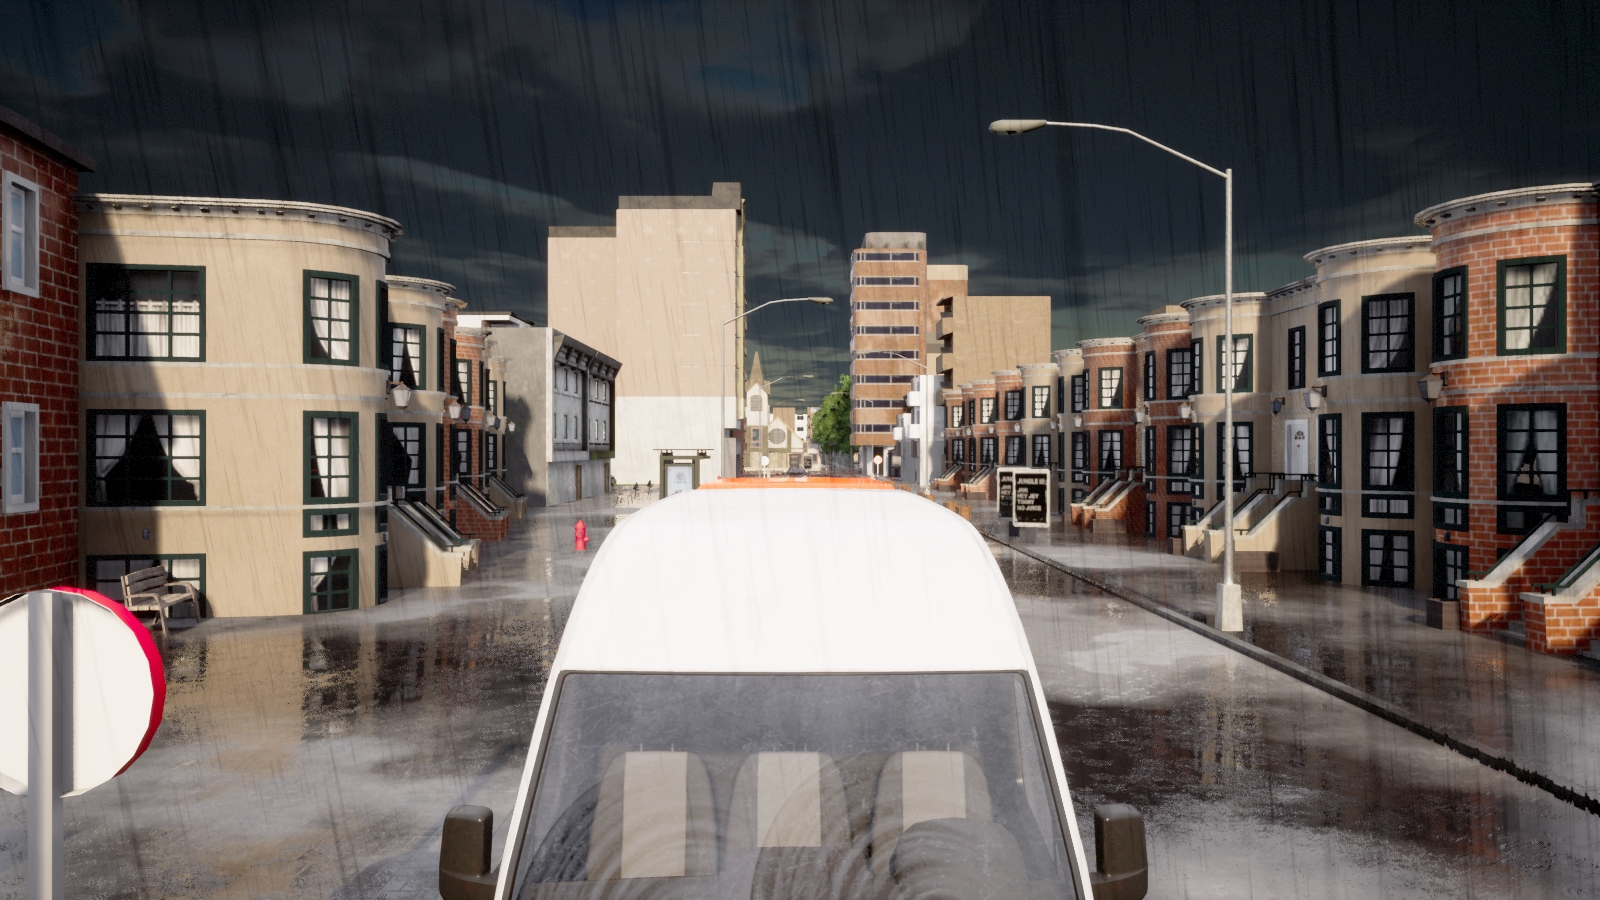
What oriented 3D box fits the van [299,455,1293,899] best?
[{"bbox_3d":[-0.019,1.314,5.243,1.988,2.561,5.915,0,0,0],"label":"van"}]
